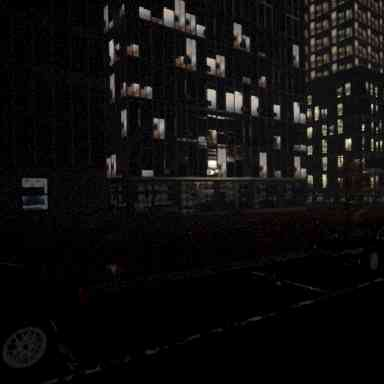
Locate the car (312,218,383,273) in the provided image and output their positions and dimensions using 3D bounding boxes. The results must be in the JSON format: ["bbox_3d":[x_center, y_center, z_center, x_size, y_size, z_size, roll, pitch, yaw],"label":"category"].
[{"bbox_3d":[5.595,1.547,10.537,4.403,1.369,2.008,0,-1,-35],"label":"car"}]

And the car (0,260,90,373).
[{"bbox_3d":[-3.579,1.545,4.024,4.507,1.381,1.887,0,-1,-35],"label":"car"}]
